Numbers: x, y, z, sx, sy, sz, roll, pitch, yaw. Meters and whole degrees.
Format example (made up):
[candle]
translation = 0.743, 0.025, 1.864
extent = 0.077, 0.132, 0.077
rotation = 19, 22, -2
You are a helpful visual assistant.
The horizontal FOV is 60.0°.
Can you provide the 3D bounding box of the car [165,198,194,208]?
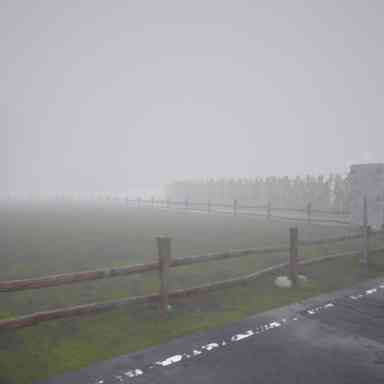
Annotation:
[car]
translation = -1.760, 1.413, 45.066
extent = 1.895, 1.301, 4.718
rotation = 1, 0, -35
